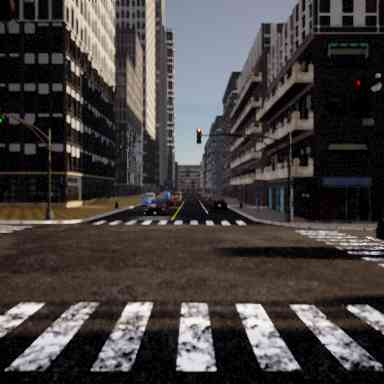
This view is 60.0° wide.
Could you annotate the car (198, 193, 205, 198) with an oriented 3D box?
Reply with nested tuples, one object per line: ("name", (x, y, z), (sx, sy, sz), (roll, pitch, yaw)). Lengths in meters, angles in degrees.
("car", (2.679, 0.924, 95.484), (1.947, 1.339, 4.313), (0, 0, 0))

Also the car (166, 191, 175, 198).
("car", (-5.701, 0.710, 89.827), (2.192, 1.841, 5.009), (0, 0, 0))

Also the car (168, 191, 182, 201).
("car", (-3.006, 0.913, 64.882), (2.097, 1.767, 4.553), (0, 0, 0))

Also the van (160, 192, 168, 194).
("van", (-5.699, 0.883, 67.210), (1.690, 1.788, 3.998), (0, 0, 0))

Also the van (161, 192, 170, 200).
("van", (-5.700, 0.846, 72.864), (1.690, 1.788, 3.998), (0, 0, 0))

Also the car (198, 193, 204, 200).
("car", (2.682, 1.130, 61.559), (2.008, 1.369, 4.403), (0, 0, 0))

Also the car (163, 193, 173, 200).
("car", (-5.699, 1.019, 78.520), (2.008, 1.369, 4.403), (0, 0, 0))

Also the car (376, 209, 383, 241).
("car", (10.077, 1.354, 12.741), (5.566, 2.045, 2.150), (1, 0, -2))

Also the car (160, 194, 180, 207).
("car", (-3.096, 1.288, 45.471), (1.895, 1.301, 4.718), (0, 0, 0))

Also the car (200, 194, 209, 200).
("car", (2.681, 1.050, 72.866), (1.887, 1.381, 4.507), (0, 0, 0))

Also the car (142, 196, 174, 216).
("car", (-3.103, 1.335, 30.503), (2.033, 1.411, 5.357), (0, 1, 0))

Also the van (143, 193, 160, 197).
("van", (-5.697, 1.034, 44.593), (1.690, 1.788, 3.998), (0, 0, 0))

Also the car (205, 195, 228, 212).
("car", (2.685, 1.326, 34.630), (1.947, 1.339, 4.313), (0, 0, 0))

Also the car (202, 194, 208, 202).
("car", (2.684, 1.238, 44.596), (1.887, 1.381, 4.507), (0, 0, 0))
